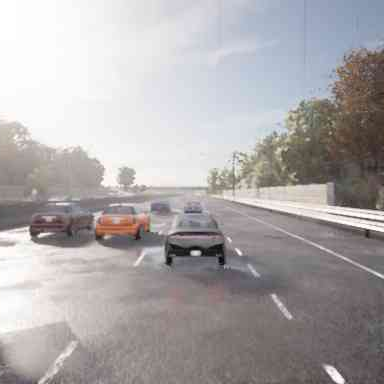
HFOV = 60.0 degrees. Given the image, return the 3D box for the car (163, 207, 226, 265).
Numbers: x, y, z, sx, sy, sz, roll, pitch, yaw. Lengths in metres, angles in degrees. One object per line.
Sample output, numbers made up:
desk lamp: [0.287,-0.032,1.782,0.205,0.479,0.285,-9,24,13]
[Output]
car: [0.105,1.494,11.695,2.128,1.511,4.902,0,0,0]

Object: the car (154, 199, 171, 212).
car: [-3.382,1.499,36.730,1.882,1.535,5.008,0,0,0]

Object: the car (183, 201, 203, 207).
car: [0.116,1.565,32.962,2.033,1.411,5.357,0,0,0]

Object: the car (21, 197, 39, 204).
car: [-27.980,1.591,58.765,2.033,1.411,5.357,0,0,0]

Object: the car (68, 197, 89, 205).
car: [-20.981,1.596,61.676,2.033,1.411,5.357,0,0,0]

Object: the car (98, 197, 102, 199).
car: [-17.496,1.573,61.700,1.812,1.442,4.674,0,0,1]

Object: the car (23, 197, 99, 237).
car: [-6.892,1.357,18.130,2.097,1.767,4.553,0,0,0]

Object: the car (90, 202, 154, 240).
car: [-3.390,1.357,17.076,2.097,1.767,4.553,0,0,0]
